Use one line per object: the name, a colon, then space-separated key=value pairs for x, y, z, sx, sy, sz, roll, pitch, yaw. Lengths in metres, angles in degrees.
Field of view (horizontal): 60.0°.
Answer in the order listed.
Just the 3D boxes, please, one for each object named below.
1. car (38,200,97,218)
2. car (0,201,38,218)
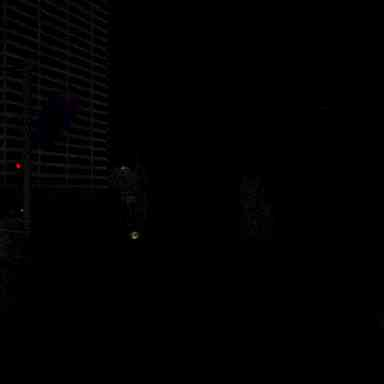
car: x=-11.149 y=1.478 z=30.782 sx=1.882 sy=1.535 sz=5.008 roll=0 pitch=0 yaw=35
car: x=-15.521 y=1.547 z=30.663 sx=2.033 sy=1.411 sz=5.357 roll=0 pitch=0 yaw=35
